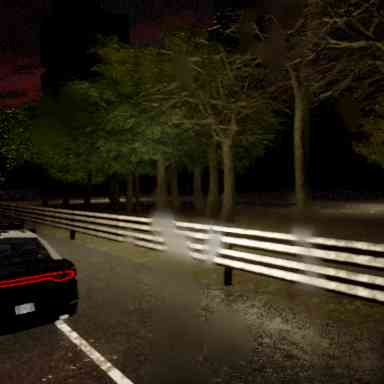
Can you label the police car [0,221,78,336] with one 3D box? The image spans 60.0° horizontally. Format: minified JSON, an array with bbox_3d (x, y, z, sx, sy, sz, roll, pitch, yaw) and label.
[{"bbox_3d":[-3.984,1.436,6.639,1.930,1.638,5.238,-1,0,-40],"label":"police car"}]
